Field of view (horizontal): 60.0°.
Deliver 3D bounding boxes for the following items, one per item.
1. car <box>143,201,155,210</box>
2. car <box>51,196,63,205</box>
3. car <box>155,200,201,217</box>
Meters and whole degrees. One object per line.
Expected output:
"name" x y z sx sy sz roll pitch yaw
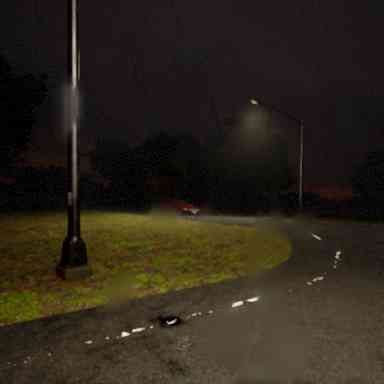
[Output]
"car" -5.004 2.008 47.479 2.033 1.411 5.357 4 -3 -35
"car" -32.376 1.971 79.809 2.150 2.045 5.566 3 -3 -28
"car" -1.110 1.459 29.656 1.812 1.442 4.674 4 -3 -35
